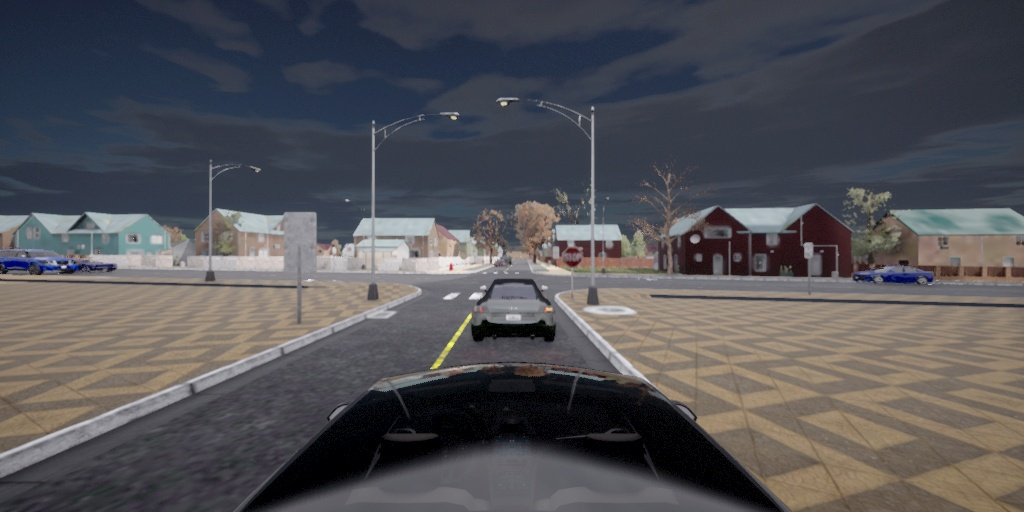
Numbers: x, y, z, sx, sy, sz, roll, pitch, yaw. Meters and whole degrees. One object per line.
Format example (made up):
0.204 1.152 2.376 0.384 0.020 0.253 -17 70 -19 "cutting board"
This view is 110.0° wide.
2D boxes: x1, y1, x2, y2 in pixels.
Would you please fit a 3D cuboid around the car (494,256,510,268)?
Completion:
-1.797 1.166 57.788 1.994 1.385 4.181 0 0 2 "car"

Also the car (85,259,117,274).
-38.115 0.883 31.971 4.718 1.301 1.895 1 0 8 "car"

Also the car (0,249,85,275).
-38.117 0.491 28.691 5.566 2.045 2.150 0 0 8 "car"

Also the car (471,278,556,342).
0.050 1.287 9.747 1.994 1.385 4.181 0 0 0 "car"

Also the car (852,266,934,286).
30.939 1.558 29.244 5.008 1.535 1.882 1 0 8 "car"
